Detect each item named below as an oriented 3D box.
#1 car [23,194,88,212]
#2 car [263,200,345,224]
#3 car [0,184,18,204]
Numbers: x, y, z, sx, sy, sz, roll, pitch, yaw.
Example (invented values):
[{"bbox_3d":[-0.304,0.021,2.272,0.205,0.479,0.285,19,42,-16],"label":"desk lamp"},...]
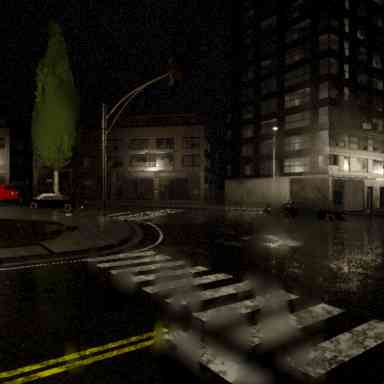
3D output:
[{"bbox_3d":[-10.719,0.837,26.277,4.718,1.301,1.895,1,0,11],"label":"car"},{"bbox_3d":[7.797,1.306,23.411,5.357,1.411,2.033,3,3,2],"label":"car"},{"bbox_3d":[-21.335,0.199,35.241,5.566,2.045,2.150,1,0,11],"label":"car"}]
